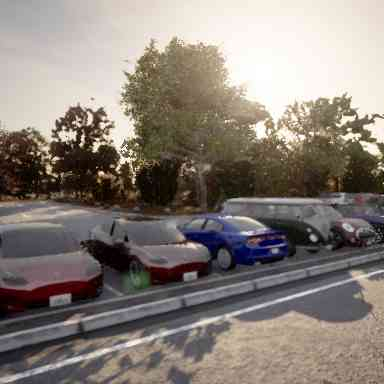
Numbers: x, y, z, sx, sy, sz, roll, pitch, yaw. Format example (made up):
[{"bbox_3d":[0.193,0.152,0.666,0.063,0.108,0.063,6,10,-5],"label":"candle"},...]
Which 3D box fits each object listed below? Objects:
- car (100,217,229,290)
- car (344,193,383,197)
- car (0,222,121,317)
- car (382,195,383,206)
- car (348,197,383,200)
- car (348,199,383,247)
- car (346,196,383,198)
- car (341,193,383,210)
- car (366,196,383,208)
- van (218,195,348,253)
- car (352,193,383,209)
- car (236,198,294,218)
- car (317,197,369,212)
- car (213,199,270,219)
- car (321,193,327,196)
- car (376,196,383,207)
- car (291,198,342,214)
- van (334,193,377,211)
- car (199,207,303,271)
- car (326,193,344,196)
[{"bbox_3d":[-1.426,1.493,9.441,2.163,1.488,4.792,0,0,-36],"label":"car"},{"bbox_3d":[12.256,1.176,19.222,2.435,2.045,5.566,0,0,-36],"label":"car"},{"bbox_3d":[-3.707,1.499,7.811,2.163,1.488,4.792,0,0,-36],"label":"car"},{"bbox_3d":[31.326,1.319,49.193,1.946,1.575,5.366,-1,0,-36],"label":"car"},{"bbox_3d":[7.697,1.314,15.959,2.185,1.767,4.553,0,0,-36],"label":"car"},{"bbox_3d":[5.380,1.320,14.380,2.185,1.767,4.553,0,0,-36],"label":"car"},{"bbox_3d":[9.978,1.308,17.590,2.185,1.767,4.553,0,0,-36],"label":"car"},{"bbox_3d":[22.380,1.131,42.607,2.435,2.045,5.566,0,0,-36],"label":"car"},{"bbox_3d":[26.898,1.388,45.836,2.163,1.488,4.792,0,0,-36],"label":"car"},{"bbox_3d":[3.186,1.226,12.630,1.878,1.987,4.442,0,0,-36],"label":"van"},{"bbox_3d":[24.673,1.120,44.175,2.435,2.045,5.566,0,0,-36],"label":"car"},{"bbox_3d":[6.699,1.421,31.134,1.946,1.575,5.366,0,0,-36],"label":"car"},{"bbox_3d":[17.774,1.392,39.507,1.946,1.575,5.366,0,0,-36],"label":"car"},{"bbox_3d":[4.329,1.431,29.675,2.231,1.521,4.892,0,0,-36],"label":"car"},{"bbox_3d":[11.088,1.287,34.537,2.185,1.767,4.553,0,0,-36],"label":"car"},{"bbox_3d":[29.196,1.374,47.407,2.163,1.488,4.792,0,0,-36],"label":"car"},{"bbox_3d":[13.382,1.436,36.104,2.163,1.488,4.792,0,0,-36],"label":"car"},{"bbox_3d":[20.071,1.163,41.064,1.878,1.987,4.442,0,0,-36],"label":"van"},{"bbox_3d":[0.841,1.458,11.090,2.097,1.535,5.008,0,0,-36],"label":"car"},{"bbox_3d":[15.606,1.149,37.765,2.435,2.045,5.566,0,0,-36],"label":"car"}]
